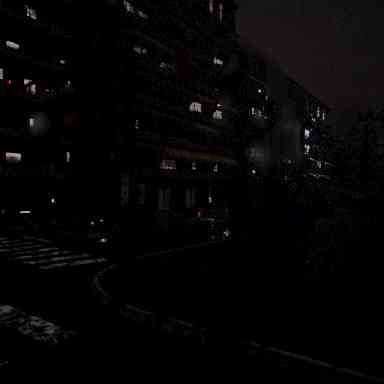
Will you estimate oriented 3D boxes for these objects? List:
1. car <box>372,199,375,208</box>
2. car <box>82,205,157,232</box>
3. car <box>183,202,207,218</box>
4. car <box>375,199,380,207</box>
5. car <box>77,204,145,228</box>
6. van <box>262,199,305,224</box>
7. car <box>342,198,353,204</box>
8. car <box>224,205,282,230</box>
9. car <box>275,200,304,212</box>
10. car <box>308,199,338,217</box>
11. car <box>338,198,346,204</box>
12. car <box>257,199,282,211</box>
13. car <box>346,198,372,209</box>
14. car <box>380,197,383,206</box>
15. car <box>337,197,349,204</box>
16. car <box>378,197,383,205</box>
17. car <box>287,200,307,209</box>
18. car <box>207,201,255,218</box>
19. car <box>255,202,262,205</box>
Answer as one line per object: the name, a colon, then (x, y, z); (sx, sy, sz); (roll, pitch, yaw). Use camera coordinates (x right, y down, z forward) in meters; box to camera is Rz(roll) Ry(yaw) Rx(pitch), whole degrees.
car: (30.632, 2.202, 58.786); (1.802, 1.307, 4.206); (1, 0, 36)
car: (-4.305, 1.615, 21.166); (1.837, 1.490, 4.892); (1, 0, 36)
car: (0.903, 1.712, 32.596); (1.887, 1.381, 4.507); (1, 0, 36)
car: (33.918, 2.104, 63.240); (1.967, 1.590, 4.097); (1, 0, 36)
car: (-5.667, 1.626, 23.690); (2.008, 1.369, 4.403); (1, 0, 36)
van: (7.643, 1.647, 27.616); (1.690, 1.788, 3.998); (1, 0, 36)
car: (40.216, 2.220, 85.896); (1.752, 1.417, 4.829); (1, 0, 36)
car: (4.357, 1.827, 23.162); (1.947, 1.339, 4.313); (1, 0, 36)
car: (13.234, 1.843, 44.862); (2.128, 1.511, 4.902); (1, 0, 37)
car: (14.212, 1.837, 36.522); (1.967, 1.590, 4.097); (1, 0, 36)
car: (33.748, 2.177, 77.126); (1.947, 1.339, 4.313); (1, 0, 36)
car: (10.757, 1.743, 45.956); (1.967, 1.590, 4.097); (1, 0, 36)
car: (27.351, 1.891, 54.334); (2.192, 1.841, 5.009); (1, 0, 36)
car: (37.202, 2.252, 67.693); (1.887, 1.381, 4.507); (1, 0, 36)
car: (37.034, 2.094, 81.580); (1.967, 1.590, 4.097); (1, 0, 36)
car: (47.059, 2.151, 81.053); (2.192, 1.841, 5.009); (1, 0, 36)
car: (17.325, 1.974, 54.862); (1.802, 1.307, 4.206); (1, 0, 36)
car: (3.922, 1.701, 32.318); (1.882, 1.535, 5.008); (1, 0, 36)
car: (7.471, 1.840, 41.503); (1.802, 1.307, 4.206); (1, 0, 36)
